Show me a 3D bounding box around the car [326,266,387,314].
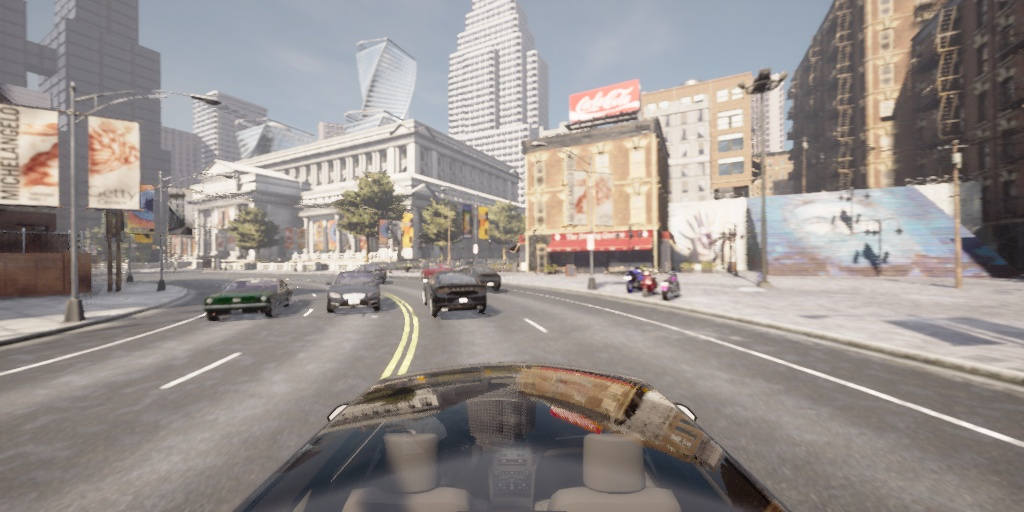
[{"bbox_3d":[-6.460,1.365,14.854,2.128,1.511,4.902,-1,0,-22],"label":"car"}]

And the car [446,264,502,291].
[{"bbox_3d":[-2.305,1.354,22.115,1.837,1.490,4.892,0,0,-28],"label":"car"}]

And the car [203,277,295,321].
[{"bbox_3d":[-9.691,1.507,13.566,1.895,1.301,4.718,-1,0,-23],"label":"car"}]

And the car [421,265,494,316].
[{"bbox_3d":[-2.353,1.298,13.915,1.882,1.535,5.008,0,0,-18],"label":"car"}]

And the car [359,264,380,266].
[{"bbox_3d":[-12.193,1.485,30.008,2.128,1.511,4.902,0,0,-42],"label":"car"}]
